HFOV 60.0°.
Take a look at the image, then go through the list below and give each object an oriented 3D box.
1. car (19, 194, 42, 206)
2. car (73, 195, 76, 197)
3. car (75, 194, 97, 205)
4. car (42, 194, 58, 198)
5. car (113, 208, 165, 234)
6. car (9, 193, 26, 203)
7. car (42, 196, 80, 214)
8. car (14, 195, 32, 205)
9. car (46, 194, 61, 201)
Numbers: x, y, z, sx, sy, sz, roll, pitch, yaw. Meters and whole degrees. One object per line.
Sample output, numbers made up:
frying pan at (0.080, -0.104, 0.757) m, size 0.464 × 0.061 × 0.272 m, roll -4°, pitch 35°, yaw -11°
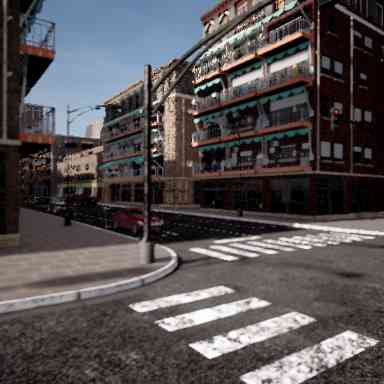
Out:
car at (-22.941, 1.272, 46.922) m, size 1.802 × 1.307 × 4.206 m, roll 1°, pitch 0°, yaw -35°
car at (-19.403, 1.121, 56.413) m, size 1.967 × 1.590 × 4.097 m, roll 1°, pitch 0°, yaw -35°
car at (-16.108, 1.293, 51.775) m, size 1.947 × 1.339 × 4.313 m, roll 1°, pitch 0°, yaw -35°
car at (-21.699, 1.236, 49.808) m, size 1.994 × 1.385 × 4.181 m, roll 0°, pitch 0°, yaw -35°
car at (-3.161, 1.575, 19.100) m, size 1.802 × 1.307 × 4.206 m, roll 1°, pitch 0°, yaw -35°
car at (-29.533, 1.040, 56.198) m, size 1.967 × 1.590 × 4.097 m, roll 1°, pitch 0°, yaw -35°
car at (-13.051, 1.386, 33.011) m, size 2.008 × 1.369 × 4.403 m, roll 1°, pitch 0°, yaw -35°
car at (-26.237, 1.189, 51.560) m, size 1.887 × 1.381 × 4.507 m, roll 1°, pitch 0°, yaw -35°
car at (-29.393, 1.074, 70.463) m, size 1.752 × 1.417 × 4.829 m, roll 1°, pitch 0°, yaw -35°
